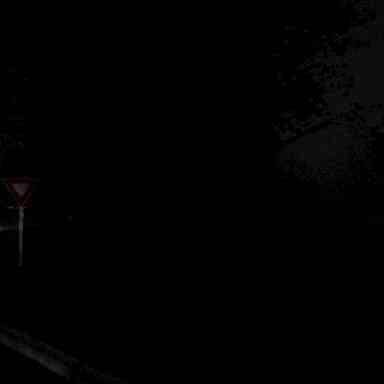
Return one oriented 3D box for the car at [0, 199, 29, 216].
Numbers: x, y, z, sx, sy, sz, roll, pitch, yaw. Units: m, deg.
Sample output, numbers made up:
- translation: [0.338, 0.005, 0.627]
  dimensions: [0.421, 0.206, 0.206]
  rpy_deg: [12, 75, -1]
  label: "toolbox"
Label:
- translation: [-16.533, 1.301, 29.519]
  dimensions: [5.357, 1.411, 2.033]
  rpy_deg: [1, 0, 38]
  label: "car"
